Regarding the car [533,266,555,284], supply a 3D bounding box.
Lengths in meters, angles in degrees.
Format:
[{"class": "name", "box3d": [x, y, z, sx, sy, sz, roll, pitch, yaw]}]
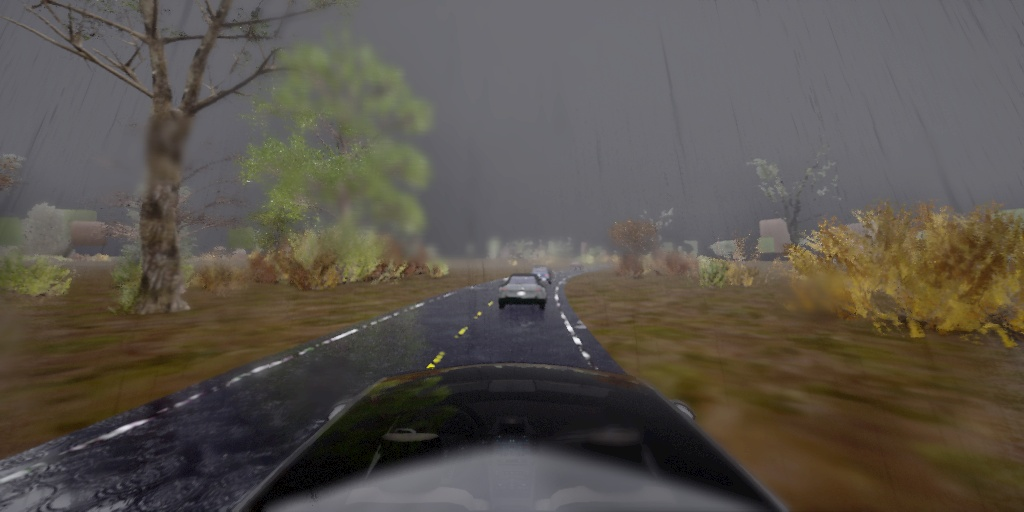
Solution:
[{"class": "car", "box3d": [2.555, 1.579, 30.378, 2.033, 1.411, 5.357, 0, -1, 11]}]

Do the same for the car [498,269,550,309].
[{"class": "car", "box3d": [0.556, 1.451, 15.951, 1.994, 1.385, 4.181, 0, -1, 5]}]
